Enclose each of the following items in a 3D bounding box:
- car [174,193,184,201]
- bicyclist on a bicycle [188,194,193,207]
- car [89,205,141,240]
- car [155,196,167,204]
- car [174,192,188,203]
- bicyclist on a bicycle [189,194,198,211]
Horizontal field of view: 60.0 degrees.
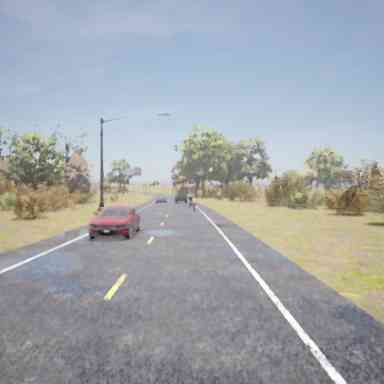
[{"bbox_3d":[-3.086,1.073,77.405,2.097,1.767,4.553,0,0,-5],"label":"car"},{"bbox_3d":[-0.181,1.215,46.571,0.659,1.776,1.843,0,0,-3],"label":"bicyclist on a bicycle"},{"bbox_3d":[-3.774,1.427,16.966,1.882,1.535,5.008,0,0,-1],"label":"car"},{"bbox_3d":[-5.281,1.371,57.487,1.994,1.385,4.181,0,0,-3],"label":"car"},{"bbox_3d":[-1.981,1.007,61.891,2.150,2.045,5.566,0,0,-4],"label":"car"},{"bbox_3d":[0.235,1.315,36.922,0.866,1.612,1.509,0,0,-2],"label":"bicyclist on a bicycle"}]
